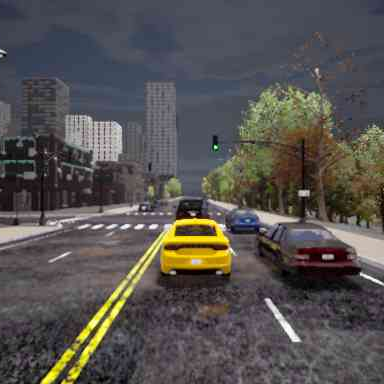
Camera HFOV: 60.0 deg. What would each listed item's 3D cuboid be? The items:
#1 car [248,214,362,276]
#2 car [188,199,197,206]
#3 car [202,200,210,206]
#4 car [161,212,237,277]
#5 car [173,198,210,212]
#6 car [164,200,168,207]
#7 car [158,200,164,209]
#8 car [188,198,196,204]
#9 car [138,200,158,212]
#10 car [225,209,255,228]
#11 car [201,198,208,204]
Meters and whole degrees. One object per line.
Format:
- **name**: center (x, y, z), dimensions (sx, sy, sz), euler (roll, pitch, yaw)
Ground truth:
- **car**: center (3.360, 1.681, 10.726), dimensions (2.033, 1.411, 5.357), euler (0, -1, 0)
- **car**: center (0.046, 2.476, 79.135), dimensions (2.128, 1.511, 4.902), euler (0, -1, 0)
- **car**: center (3.296, 2.552, 79.579), dimensions (1.895, 1.301, 4.718), euler (0, -1, 0)
- **car**: center (0.104, 1.611, 10.724), dimensions (1.882, 1.535, 5.008), euler (0, -1, 0)
- **car**: center (-0.110, 1.503, 22.802), dimensions (2.150, 2.045, 5.566), euler (0, -1, -4)
- **car**: center (-6.460, 2.382, 67.345), dimensions (1.994, 1.385, 4.181), euler (0, -1, 0)
- **car**: center (-6.535, 2.206, 57.609), dimensions (1.837, 1.490, 4.892), euler (0, -1, 1)
- **car**: center (0.053, 2.440, 89.554), dimensions (2.128, 1.511, 4.902), euler (0, -1, 0)
- **car**: center (-6.578, 2.079, 48.136), dimensions (2.128, 1.511, 4.902), euler (0, -1, 1)
- **car**: center (3.362, 1.826, 22.618), dimensions (2.033, 1.411, 5.357), euler (0, -1, 0)
- **car**: center (3.303, 2.415, 89.553), dimensions (1.837, 1.490, 4.892), euler (0, -1, 0)
